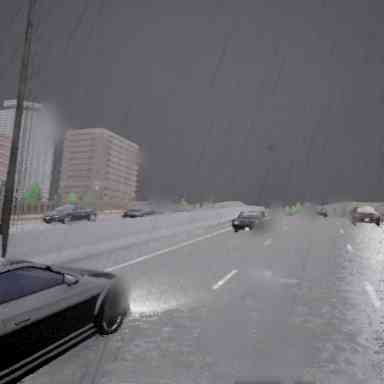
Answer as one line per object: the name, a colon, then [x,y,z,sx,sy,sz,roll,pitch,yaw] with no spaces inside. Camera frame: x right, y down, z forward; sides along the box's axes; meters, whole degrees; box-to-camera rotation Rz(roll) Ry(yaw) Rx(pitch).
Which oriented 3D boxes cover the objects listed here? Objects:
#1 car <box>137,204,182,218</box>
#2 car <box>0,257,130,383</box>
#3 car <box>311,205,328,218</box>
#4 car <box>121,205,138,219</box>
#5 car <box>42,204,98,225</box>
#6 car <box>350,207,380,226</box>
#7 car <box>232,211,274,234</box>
car: [-2.037,1.798,25.414,1.994,1.385,4.181,0,-1,22]
car: [-2.629,1.589,4.551,1.994,1.385,4.181,0,-1,22]
car: [14.956,2.252,39.111,2.033,1.411,5.357,0,-3,22]
car: [-4.139,1.806,29.587,2.033,1.411,5.357,0,-1,22]
car: [-9.375,1.692,25.921,1.837,1.490,4.892,0,-1,22]
car: [13.689,1.883,26.511,1.812,1.442,4.674,0,-1,22]
car: [4.009,1.836,21.156,1.895,1.301,4.718,0,-1,22]
